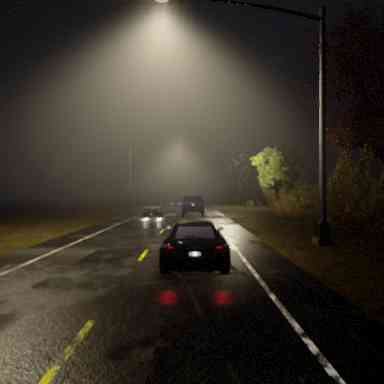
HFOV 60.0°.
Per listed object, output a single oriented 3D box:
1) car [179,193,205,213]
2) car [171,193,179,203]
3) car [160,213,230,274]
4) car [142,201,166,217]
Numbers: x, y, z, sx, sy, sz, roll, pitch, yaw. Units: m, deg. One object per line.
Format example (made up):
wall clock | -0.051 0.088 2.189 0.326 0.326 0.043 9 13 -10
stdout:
car | 0.097 1.285 33.296 2.150 2.045 5.566 0 0 0
car | -3.502 1.284 73.948 2.150 2.045 5.566 0 0 0
car | 0.084 1.587 10.680 1.994 1.385 4.181 0 0 0
car | -3.600 1.609 32.297 2.033 1.411 5.357 0 0 0
